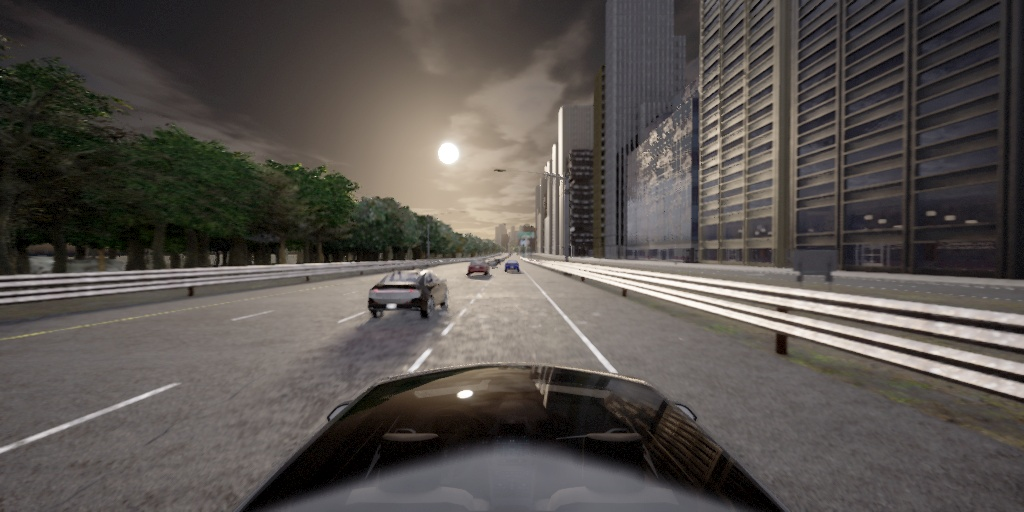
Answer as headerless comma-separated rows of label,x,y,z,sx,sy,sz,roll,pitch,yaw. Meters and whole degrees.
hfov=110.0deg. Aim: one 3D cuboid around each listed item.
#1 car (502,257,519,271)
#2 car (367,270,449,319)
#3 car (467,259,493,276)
car,0.003,1.285,49.794,1.882,1.535,5.008,0,0,0
car,-3.501,1.250,12.847,2.128,1.511,4.902,0,0,0
car,-3.557,1.141,38.772,2.097,1.767,4.553,0,0,0
